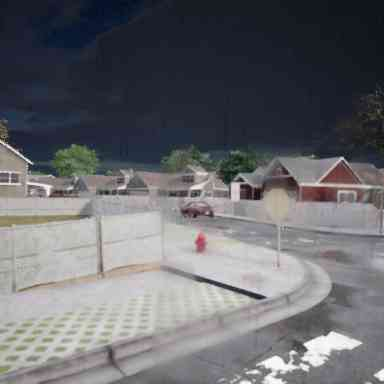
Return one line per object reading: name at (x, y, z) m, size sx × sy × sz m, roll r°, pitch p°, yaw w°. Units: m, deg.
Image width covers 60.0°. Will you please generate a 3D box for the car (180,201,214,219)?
car at (0.412, 1.549, 29.736) m, size 1.812 × 1.442 × 4.674 m, roll 1°, pitch 0°, yaw -22°
